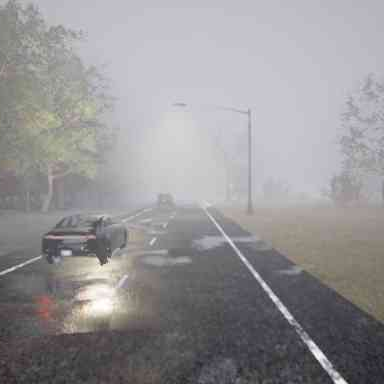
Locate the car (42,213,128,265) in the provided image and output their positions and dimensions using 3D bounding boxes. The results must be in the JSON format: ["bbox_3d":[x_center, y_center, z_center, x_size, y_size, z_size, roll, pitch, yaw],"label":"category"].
[{"bbox_3d":[-3.526,1.498,11.743,2.128,1.511,4.902,0,0,0],"label":"car"}]

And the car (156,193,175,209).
[{"bbox_3d":[-3.621,1.206,45.816,2.150,2.045,5.566,0,0,0],"label":"car"}]
